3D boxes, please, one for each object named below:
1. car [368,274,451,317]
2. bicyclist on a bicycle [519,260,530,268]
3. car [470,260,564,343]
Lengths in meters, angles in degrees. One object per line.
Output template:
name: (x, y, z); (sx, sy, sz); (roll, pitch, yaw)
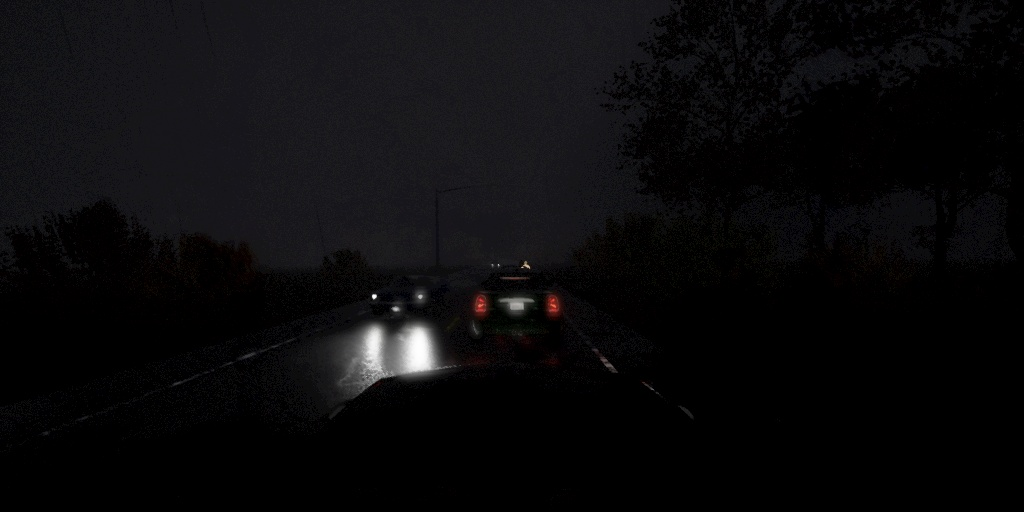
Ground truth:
car: (-3.583, 1.346, 13.346); (1.895, 1.301, 4.718); (0, 0, 0)
bicyclist on a bicycle: (0.975, 1.177, 25.641); (0.866, 1.612, 1.509); (0, 0, 1)
car: (0.113, 1.099, 9.818); (2.097, 1.767, 4.553); (0, 0, 0)
